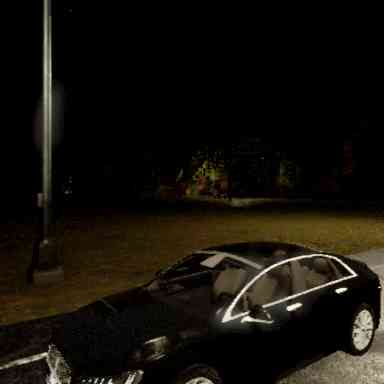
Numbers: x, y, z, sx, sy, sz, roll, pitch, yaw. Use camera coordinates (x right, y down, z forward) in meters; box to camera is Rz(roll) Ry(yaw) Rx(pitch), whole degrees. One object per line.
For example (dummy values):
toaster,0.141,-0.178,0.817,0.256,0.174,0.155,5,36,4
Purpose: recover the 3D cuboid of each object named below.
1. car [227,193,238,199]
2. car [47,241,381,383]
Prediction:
car,10.542,1.082,92.324,2.033,1.411,5.357,0,0,-29
car,0.693,1.504,4.485,4.892,1.490,1.837,0,0,-35
